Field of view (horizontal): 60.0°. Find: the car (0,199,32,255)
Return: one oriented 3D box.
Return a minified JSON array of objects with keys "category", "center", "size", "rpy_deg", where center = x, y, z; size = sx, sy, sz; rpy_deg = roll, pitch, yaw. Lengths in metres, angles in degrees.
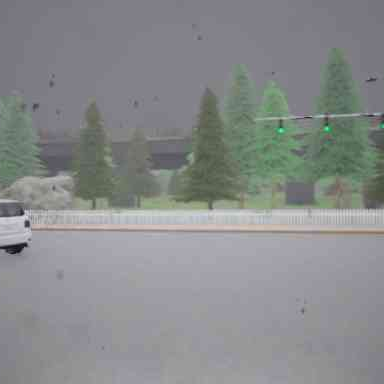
[{"category":"car","center":[-8.308,1.285,12.176],"size":[5.566,2.045,2.150],"rpy_deg":[0,0,29]}]
